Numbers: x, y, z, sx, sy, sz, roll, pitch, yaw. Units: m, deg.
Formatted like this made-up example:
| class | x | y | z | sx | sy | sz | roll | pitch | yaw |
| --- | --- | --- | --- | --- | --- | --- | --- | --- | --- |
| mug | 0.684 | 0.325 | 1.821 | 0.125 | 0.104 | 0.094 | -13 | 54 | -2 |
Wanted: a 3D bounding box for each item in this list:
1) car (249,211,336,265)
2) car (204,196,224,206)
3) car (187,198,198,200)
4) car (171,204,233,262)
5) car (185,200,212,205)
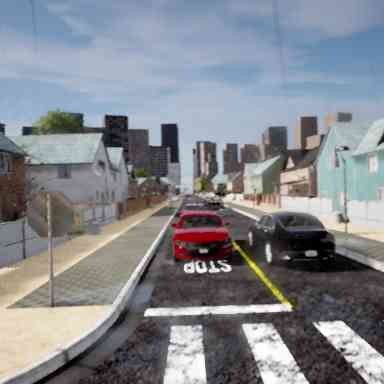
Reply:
| class | x | y | z | sx | sy | sz | roll | pitch | yaw |
| --- | --- | --- | --- | --- | --- | --- | --- | --- | --- |
| car | 3.173 | 1.403 | 11.339 | 1.837 | 1.490 | 4.892 | -2 | 0 | -1 |
| car | 2.919 | 1.324 | 41.221 | 2.128 | 1.511 | 4.902 | -2 | 0 | 0 |
| car | 0.077 | 1.510 | 44.578 | 1.895 | 1.301 | 4.718 | -2 | 0 | 0 |
| car | 0.315 | 1.459 | 12.328 | 1.882 | 1.535 | 5.008 | -2 | 0 | -1 |
| car | 0.196 | 1.554 | 24.883 | 1.895 | 1.301 | 4.718 | -2 | 0 | -1 |
